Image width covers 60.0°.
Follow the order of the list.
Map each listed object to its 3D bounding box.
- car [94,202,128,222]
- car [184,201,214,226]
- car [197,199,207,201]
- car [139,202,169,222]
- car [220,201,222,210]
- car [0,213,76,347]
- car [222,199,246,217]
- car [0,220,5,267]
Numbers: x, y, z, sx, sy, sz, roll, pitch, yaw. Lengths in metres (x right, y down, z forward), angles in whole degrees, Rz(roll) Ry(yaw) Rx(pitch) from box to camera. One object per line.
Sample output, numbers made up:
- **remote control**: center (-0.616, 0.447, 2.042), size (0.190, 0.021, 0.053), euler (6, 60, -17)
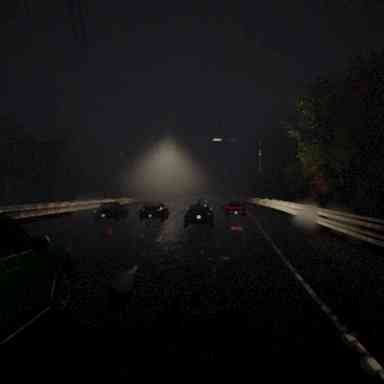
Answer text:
- **car**: center (-6.400, 1.554, 26.603), size (1.812, 1.442, 4.674), euler (0, 0, 2)
- **car**: center (0.503, 1.592, 23.485), size (1.994, 1.385, 4.181), euler (0, 0, 2)
- **car**: center (1.240, 1.607, 41.414), size (2.033, 1.411, 5.357), euler (0, 0, 3)
- **car**: center (-2.907, 1.522, 26.324), size (2.128, 1.511, 4.902), euler (0, 0, 2)
- **car**: center (4.816, 1.632, 44.141), size (1.994, 1.385, 4.181), euler (0, 0, 3)
- **car**: center (-3.371, 1.224, 4.240), size (2.150, 2.045, 5.566), euler (0, 0, 0)
- **car**: center (4.017, 1.549, 31.510), size (1.837, 1.490, 4.892), euler (0, 0, 4)
- **car**: center (-6.829, 1.569, 8.256), size (1.994, 1.385, 4.181), euler (0, 0, 1)
